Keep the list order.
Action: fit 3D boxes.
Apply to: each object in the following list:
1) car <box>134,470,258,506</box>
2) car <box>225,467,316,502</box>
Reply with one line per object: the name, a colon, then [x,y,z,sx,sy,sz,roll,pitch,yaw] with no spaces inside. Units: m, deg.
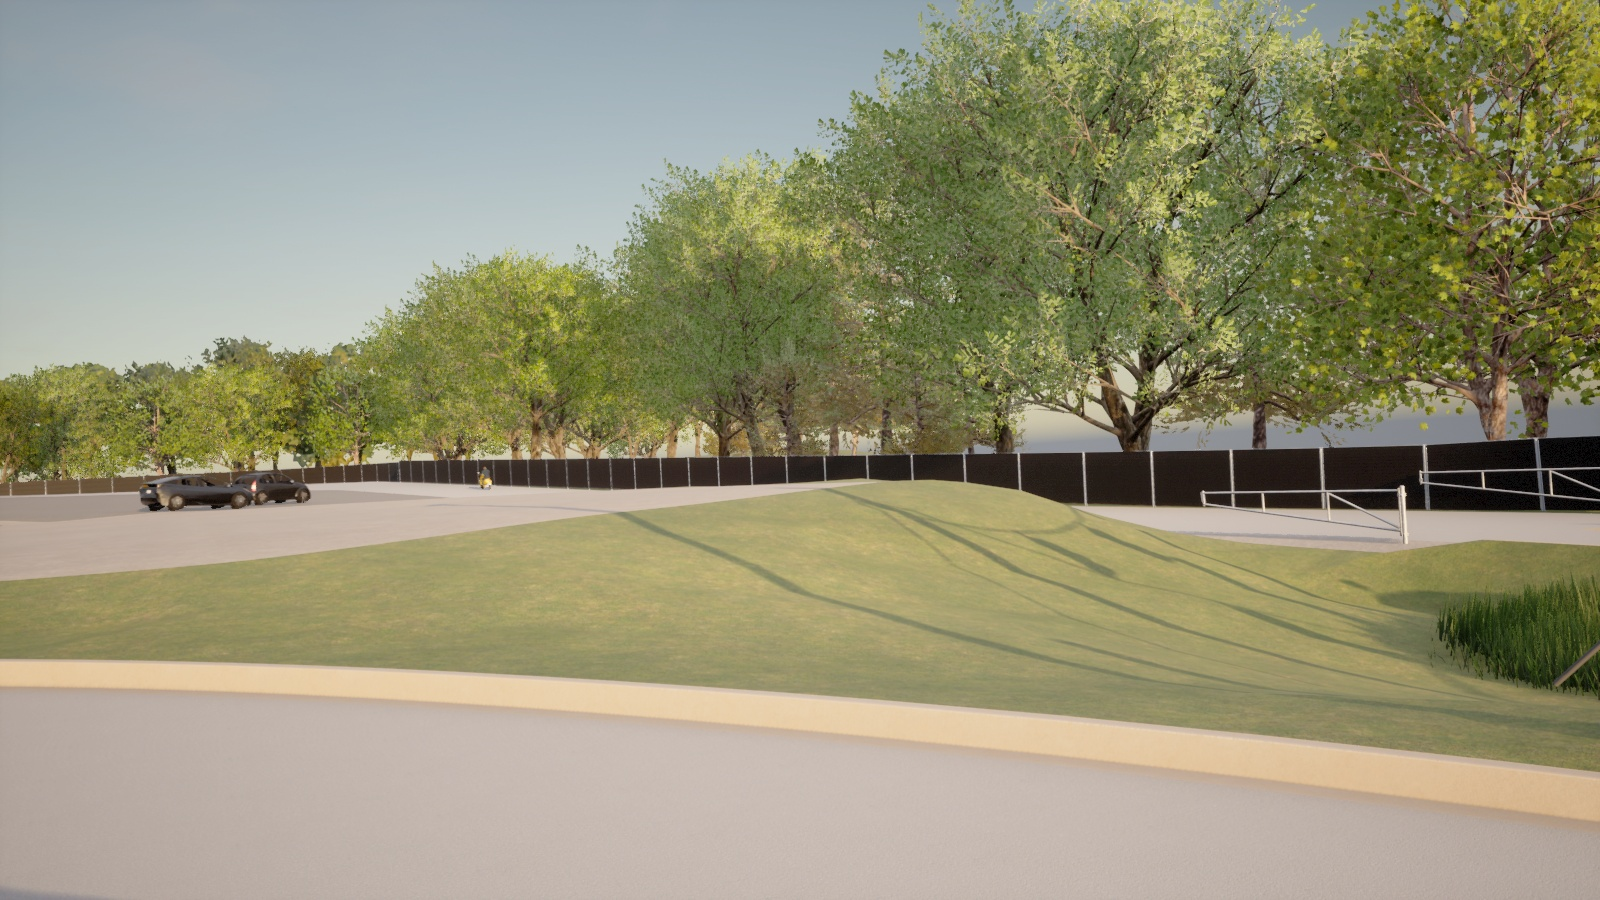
car: [-26.361,1.640,54.950,2.007,1.525,4.514,-1,-1,34]
car: [-26.383,1.683,62.689,1.851,1.617,3.988,0,0,23]
